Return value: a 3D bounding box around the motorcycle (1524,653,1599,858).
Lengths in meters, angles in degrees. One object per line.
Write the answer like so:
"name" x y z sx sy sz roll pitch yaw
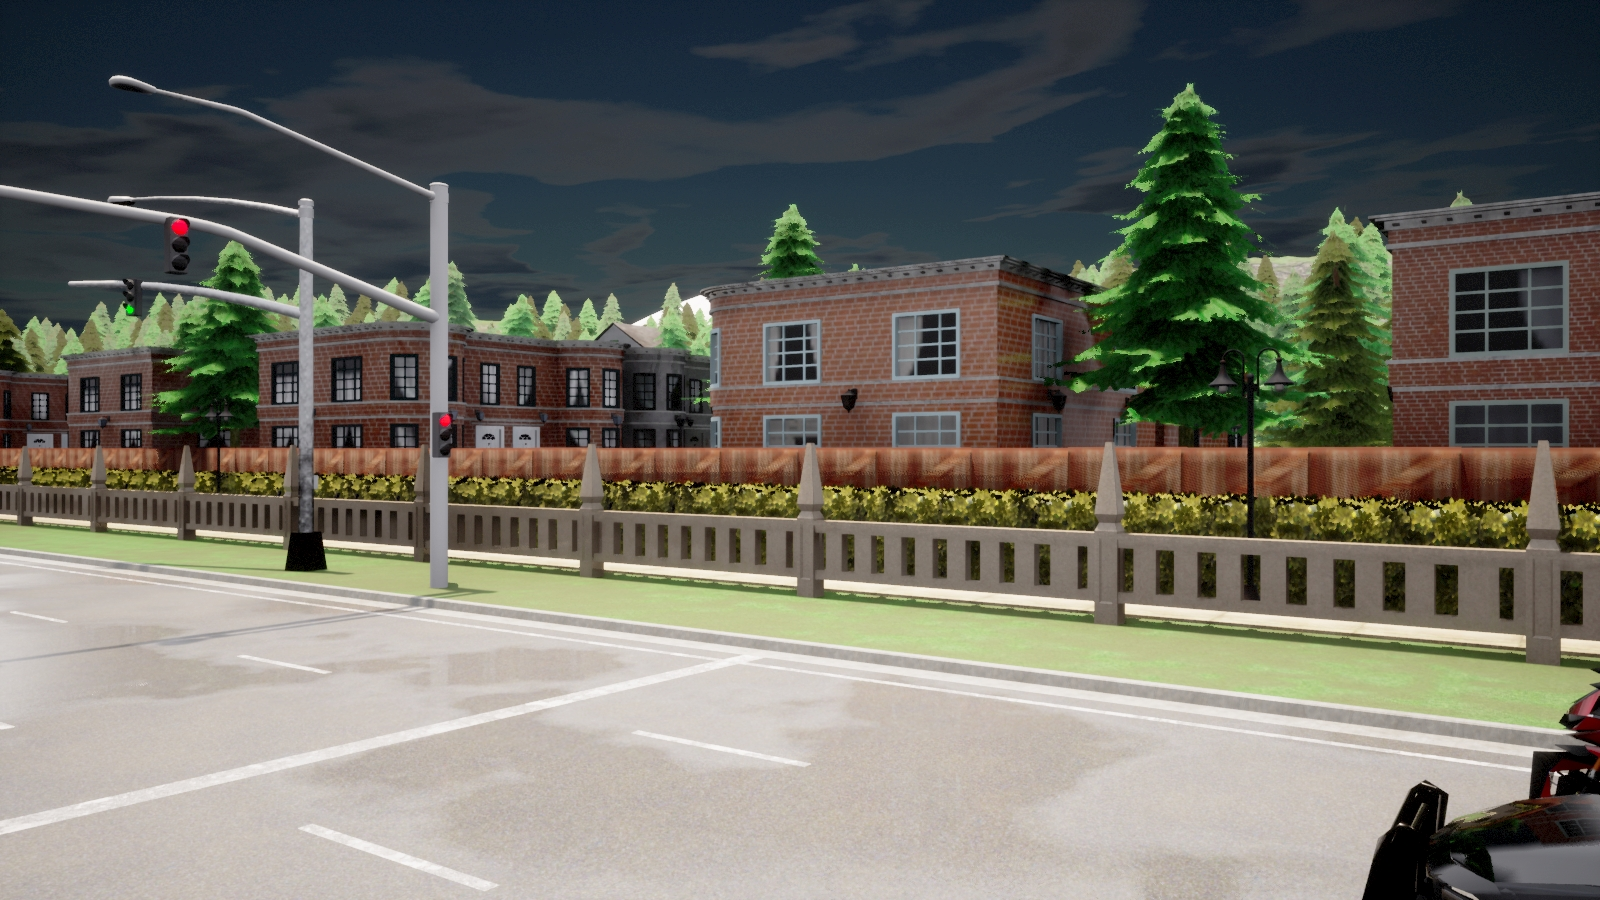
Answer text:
"motorcycle" 6.334 2.205 7.895 2.209 1.251 0.867 0 0 35

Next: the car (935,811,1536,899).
"car" 2.178 2.065 2.259 4.193 1.474 1.816 0 0 35

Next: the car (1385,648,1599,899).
"car" 5.302 1.983 4.345 5.238 1.638 2.097 0 0 35
